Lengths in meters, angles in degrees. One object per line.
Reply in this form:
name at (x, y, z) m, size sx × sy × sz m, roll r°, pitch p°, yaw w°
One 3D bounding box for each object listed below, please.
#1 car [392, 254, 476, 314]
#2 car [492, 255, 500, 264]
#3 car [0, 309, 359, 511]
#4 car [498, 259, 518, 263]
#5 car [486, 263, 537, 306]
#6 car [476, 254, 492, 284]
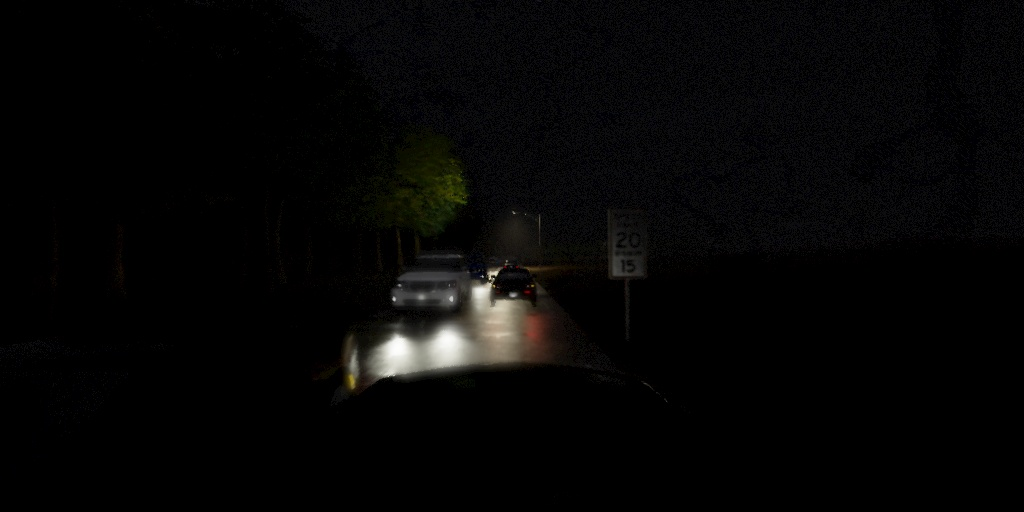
car at (-2.847, 0.939, 13.966) m, size 2.150 × 2.045 × 5.566 m, roll 0°, pitch 0°, yaw 0°
car at (-2.849, 0.615, 56.690) m, size 1.882 × 1.535 × 5.008 m, roll 0°, pitch 0°, yaw 0°
car at (-2.671, 1.239, 2.280) m, size 1.882 × 1.535 × 5.008 m, roll 0°, pitch 0°, yaw -3°
car at (-0.049, 1.154, 37.804) m, size 2.033 × 1.411 × 5.357 m, roll 0°, pitch 0°, yaw 0°
car at (0.069, 1.217, 15.254) m, size 1.812 × 1.442 × 4.674 m, roll 0°, pitch 0°, yaw 0°
car at (-2.858, 0.893, 25.878) m, size 2.150 × 2.045 × 5.566 m, roll 0°, pitch 0°, yaw -1°
